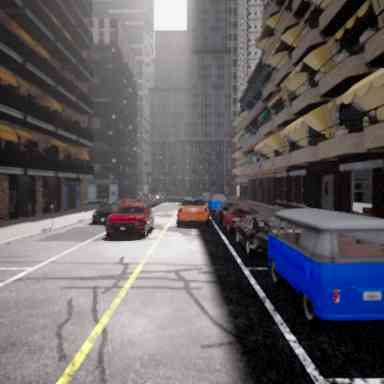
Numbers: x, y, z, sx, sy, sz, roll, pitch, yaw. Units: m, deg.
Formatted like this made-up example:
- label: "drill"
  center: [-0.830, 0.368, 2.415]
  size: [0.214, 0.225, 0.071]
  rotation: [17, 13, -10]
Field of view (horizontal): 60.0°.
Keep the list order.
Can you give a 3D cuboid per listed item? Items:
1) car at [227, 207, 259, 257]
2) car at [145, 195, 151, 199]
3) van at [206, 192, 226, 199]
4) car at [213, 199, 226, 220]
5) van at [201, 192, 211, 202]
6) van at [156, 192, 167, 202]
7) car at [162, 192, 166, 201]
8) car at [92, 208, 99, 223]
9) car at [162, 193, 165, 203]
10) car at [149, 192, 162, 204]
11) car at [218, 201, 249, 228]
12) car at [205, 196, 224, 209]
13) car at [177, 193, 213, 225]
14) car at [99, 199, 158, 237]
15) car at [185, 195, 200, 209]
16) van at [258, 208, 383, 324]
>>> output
- label: "car"
  center: [2.670, 1.462, 12.383]
  size: [2.008, 1.369, 4.403]
  rotation: [-1, 0, 0]
- label: "car"
  center: [-5.730, 1.337, 34.812]
  size: [1.802, 1.307, 4.206]
  rotation: [-1, 0, 0]
- label: "van"
  center: [2.647, 1.096, 34.789]
  size: [1.690, 1.788, 3.998]
  rotation: [-1, 0, 0]
- label: "car"
  center: [2.660, 1.399, 23.587]
  size: [1.947, 1.339, 4.313]
  rotation: [-1, 0, 0]
- label: "van"
  center: [2.623, 0.904, 62.798]
  size: [1.690, 1.788, 3.998]
  rotation: [-1, 0, 0]
- label: "van"
  center: [-5.757, 0.904, 62.820]
  size: [1.690, 1.788, 3.998]
  rotation: [-1, 0, 0]
- label: "car"
  center: [-5.750, 1.152, 57.220]
  size: [2.008, 1.369, 4.403]
  rotation: [-1, 0, 0]
- label: "car"
  center: [-5.721, 1.399, 23.608]
  size: [1.947, 1.339, 4.313]
  rotation: [-1, 0, 0]
- label: "car"
  center: [-5.745, 1.205, 51.617]
  size: [1.947, 1.339, 4.313]
  rotation: [-1, 0, 0]
- label: "car"
  center: [-5.741, 1.118, 46.015]
  size: [1.967, 1.590, 4.097]
  rotation: [-1, 0, 0]
- label: "car"
  center: [2.665, 1.417, 17.985]
  size: [1.887, 1.381, 4.507]
  rotation: [-1, 0, 0]
- label: "car"
  center: [2.646, 1.267, 40.393]
  size: [2.008, 1.369, 4.403]
  rotation: [-1, 0, 0]
- label: "car"
  center: [0.076, 1.189, 22.914]
  size: [2.097, 1.767, 4.553]
  rotation: [0, 0, 0]
- label: "car"
  center: [-3.115, 1.353, 17.466]
  size: [1.882, 1.535, 5.008]
  rotation: [0, 0, 0]
- label: "car"
  center: [0.063, 1.212, 41.811]
  size: [1.837, 1.490, 4.892]
  rotation: [0, 1, 0]
- label: "van"
  center: [2.671, 1.292, 6.780]
  size: [1.690, 1.788, 3.998]
  rotation: [-1, 0, 0]
